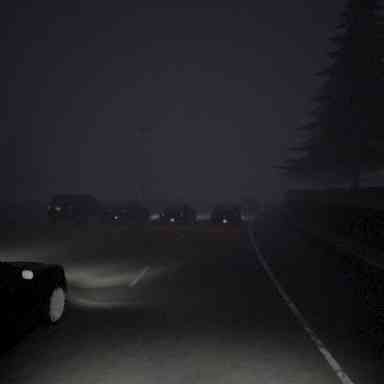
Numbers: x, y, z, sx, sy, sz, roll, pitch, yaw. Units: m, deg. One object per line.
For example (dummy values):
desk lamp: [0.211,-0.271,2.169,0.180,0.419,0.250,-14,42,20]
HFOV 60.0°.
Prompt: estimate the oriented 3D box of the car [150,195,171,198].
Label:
car: [-6.343,1.344,71.739,1.882,1.535,5.008,0,0,27]

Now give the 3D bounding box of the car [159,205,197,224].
car: [-0.881,1.562,24.387,1.895,1.301,4.718,0,0,11]

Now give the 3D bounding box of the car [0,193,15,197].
car: [-20.482,1.128,33.998,2.150,2.045,5.566,0,0,14]

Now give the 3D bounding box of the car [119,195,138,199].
car: [-13.843,1.338,72.519,1.882,1.535,5.008,0,0,27]

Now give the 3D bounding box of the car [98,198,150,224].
car: [-4.478,1.446,24.018,2.128,1.511,4.902,0,0,10]

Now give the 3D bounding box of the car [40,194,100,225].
car: [-8.083,1.169,23.933,2.150,2.045,5.566,0,0,10]

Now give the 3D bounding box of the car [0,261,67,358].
car: [-3.223,1.465,3.972,1.882,1.535,5.008,0,0,2]

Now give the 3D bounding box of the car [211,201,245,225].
car: [2.544,1.571,23.628,1.895,1.301,4.718,0,0,11]

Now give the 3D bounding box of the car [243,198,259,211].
car: [7.056,1.480,40.660,1.812,1.442,4.674,0,0,18]

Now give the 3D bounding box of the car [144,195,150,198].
car: [-9.382,1.378,73.476,1.812,1.442,4.674,0,0,27]

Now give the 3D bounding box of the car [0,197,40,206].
car: [-16.848,1.461,34.195,2.033,1.411,5.357,0,0,13]
